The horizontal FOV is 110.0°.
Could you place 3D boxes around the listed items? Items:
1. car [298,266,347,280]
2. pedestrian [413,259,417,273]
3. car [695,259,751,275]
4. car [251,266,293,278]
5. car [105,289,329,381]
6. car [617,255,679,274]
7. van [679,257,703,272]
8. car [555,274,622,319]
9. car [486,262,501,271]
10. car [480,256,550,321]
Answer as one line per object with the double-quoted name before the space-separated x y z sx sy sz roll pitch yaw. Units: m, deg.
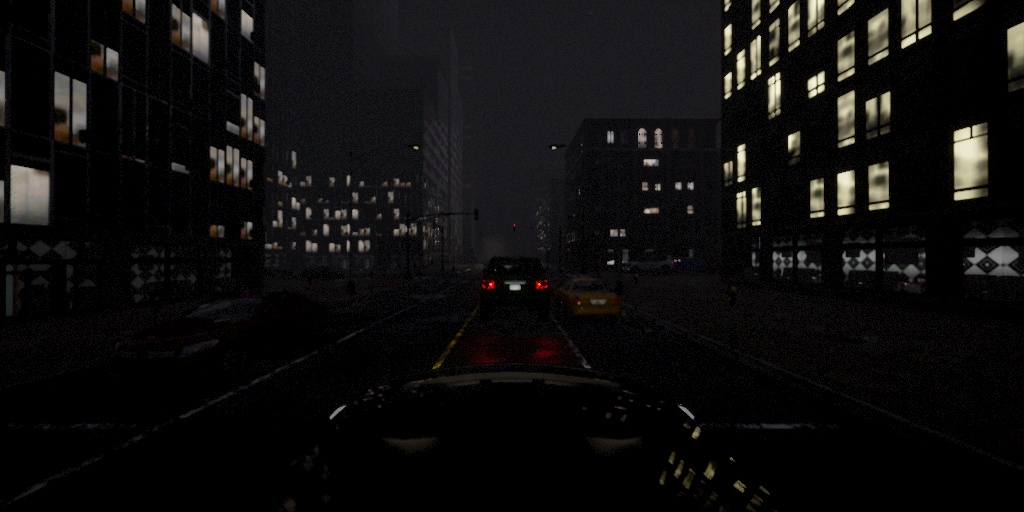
"car" -19.660 1.734 37.328 4.674 1.442 1.812 -1 0 -1
"pedestrian" -12.379 1.287 45.791 0.375 1.860 0.375 0 1 -1
"car" 21.065 1.223 35.357 4.507 1.381 1.888 0 0 -1
"car" -28.429 1.896 42.588 4.403 1.370 2.007 0 0 -1
"car" -5.319 1.365 7.224 1.802 1.307 4.207 0 0 0
"car" 15.397 0.984 40.714 5.566 2.045 2.150 -2 0 -1
"van" 20.952 1.051 43.237 3.998 1.789 1.690 0 0 -1
"car" 2.558 1.342 12.959 1.751 1.417 4.829 0 0 0
"car" -2.867 1.633 56.742 2.033 1.411 5.357 0 0 0
"car" 0.089 1.036 12.977 2.150 2.045 5.566 0 -1 0
